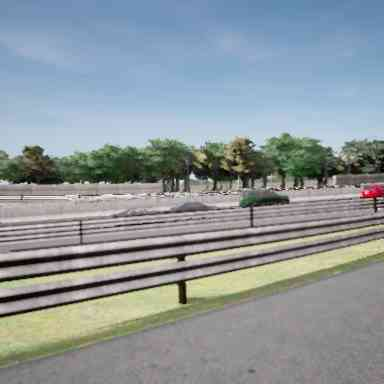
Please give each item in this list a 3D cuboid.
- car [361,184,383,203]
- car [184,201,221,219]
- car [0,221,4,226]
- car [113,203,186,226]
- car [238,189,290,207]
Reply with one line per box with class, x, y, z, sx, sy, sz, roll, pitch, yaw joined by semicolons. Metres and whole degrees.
car;21.040;0.069;36.145;5.566;2.045;2.150;-3;1;-19
car;0.258;1.543;28.945;4.674;1.442;1.812;-3;2;-19
car;-15.810;2.295;23.377;4.553;1.767;2.097;-3;2;-19
car;-3.299;1.807;24.009;4.902;1.511;2.128;-3;2;-19
car;7.631;0.723;35.203;5.566;2.045;2.150;-3;2;-19
